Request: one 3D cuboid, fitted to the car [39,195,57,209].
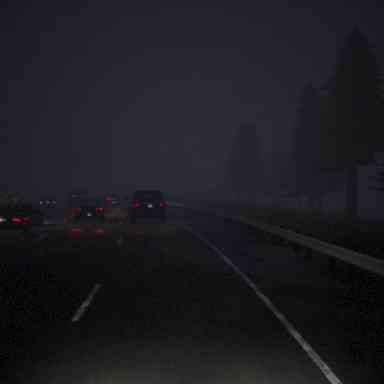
[{"bbox_3d":[-15.007,1.028,34.379,2.033,1.411,5.357,0,1,-26],"label":"car"}]

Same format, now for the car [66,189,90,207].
[{"bbox_3d":[-13.183,0.634,38.496,2.150,2.045,5.566,0,1,-27],"label":"car"}]

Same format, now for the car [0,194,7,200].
[{"bbox_3d":[-13.933,1.034,21.495,2.097,1.767,4.553,0,1,-16],"label":"car"}]

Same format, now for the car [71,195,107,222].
[{"bbox_3d":[-6.943,1.179,22.647,1.812,1.442,4.674,0,1,-16],"label":"car"}]

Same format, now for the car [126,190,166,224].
[{"bbox_3d":[-3.107,0.880,22.000,2.150,2.045,5.566,0,1,-14],"label":"car"}]

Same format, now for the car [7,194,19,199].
[{"bbox_3d":[-20.551,0.968,37.328,1.812,1.442,4.674,-1,1,-28],"label":"car"}]

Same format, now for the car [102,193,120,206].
[{"bbox_3d":[-9.920,0.896,39.646,1.837,1.490,4.892,0,1,-26],"label":"car"}]

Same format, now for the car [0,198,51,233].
[{"bbox_3d":[-9.139,1.285,17.390,2.033,1.411,5.357,0,1,-13],"label":"car"}]
